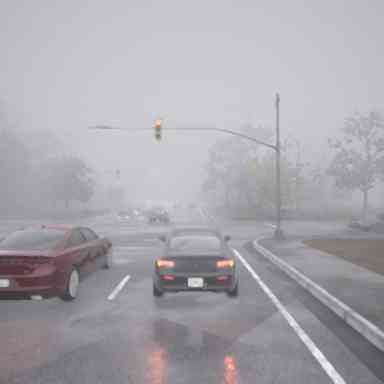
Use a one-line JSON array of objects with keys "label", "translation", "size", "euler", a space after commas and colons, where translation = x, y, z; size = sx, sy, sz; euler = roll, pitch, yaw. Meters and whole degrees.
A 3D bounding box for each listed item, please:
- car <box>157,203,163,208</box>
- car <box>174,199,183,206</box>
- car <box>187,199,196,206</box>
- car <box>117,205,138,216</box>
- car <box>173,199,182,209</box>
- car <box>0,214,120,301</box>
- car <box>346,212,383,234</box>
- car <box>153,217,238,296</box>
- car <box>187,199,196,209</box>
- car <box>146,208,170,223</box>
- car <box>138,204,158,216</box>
[{"label": "car", "translation": [-6.997, 3.116, 68.506], "size": [1.882, 1.535, 5.008], "euler": [0, 0, 0]}, {"label": "car", "translation": [-3.587, 2.668, 87.292], "size": [2.097, 1.767, 4.553], "euler": [0, 0, -3]}, {"label": "car", "translation": [-0.088, 2.672, 87.377], "size": [2.097, 1.767, 4.553], "euler": [0, 0, -3]}, {"label": "car", "translation": [-10.568, 3.116, 53.426], "size": [2.033, 1.411, 5.357], "euler": [0, -1, 0]}, {"label": "car", "translation": [-3.496, 3.082, 77.261], "size": [1.812, 1.442, 4.674], "euler": [0, 0, 0]}, {"label": "car", "translation": [-3.417, 1.535, 8.489], "size": [1.882, 1.535, 5.008], "euler": [0, -1, 0]}, {"label": "car", "translation": [13.114, 1.993, 21.862], "size": [5.357, 1.411, 2.033], "euler": [0, -2, -1]}, {"label": "car", "translation": [0.081, 1.585, 8.627], "size": [1.812, 1.442, 4.674], "euler": [0, -1, 0]}, {"label": "car", "translation": [0.003, 3.107, 77.644], "size": [1.994, 1.385, 4.181], "euler": [0, 0, 0]}, {"label": "car", "translation": [-3.399, 2.604, 35.436], "size": [1.895, 1.301, 4.718], "euler": [0, -2, 0]}, {"label": "car", "translation": [-7.067, 3.095, 53.425], "size": [1.812, 1.442, 4.674], "euler": [0, -1, 0]}]
